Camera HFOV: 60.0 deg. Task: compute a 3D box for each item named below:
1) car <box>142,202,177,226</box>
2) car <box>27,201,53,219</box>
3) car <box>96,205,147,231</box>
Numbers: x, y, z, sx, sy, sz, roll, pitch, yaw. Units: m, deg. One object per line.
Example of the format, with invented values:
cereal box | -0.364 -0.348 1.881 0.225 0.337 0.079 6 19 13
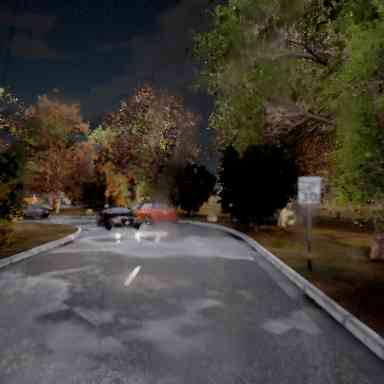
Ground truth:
car | -2.952 1.496 25.016 2.097 1.767 4.553 0 -1 -30
car | -15.479 1.809 30.934 4.181 1.385 1.994 0 -1 2
car | -4.774 1.648 21.422 1.994 1.385 4.181 1 -1 -30
